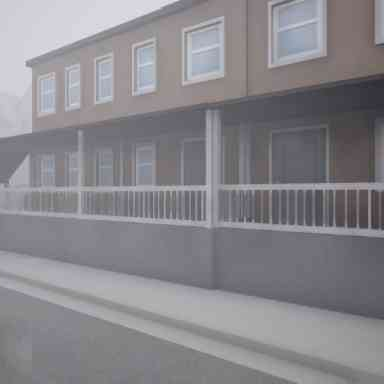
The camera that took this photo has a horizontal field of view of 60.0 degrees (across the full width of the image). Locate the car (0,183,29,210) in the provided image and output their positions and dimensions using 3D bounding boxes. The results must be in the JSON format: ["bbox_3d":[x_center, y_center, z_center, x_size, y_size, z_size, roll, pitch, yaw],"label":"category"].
[{"bbox_3d":[-15.188,0.727,27.240,2.150,2.045,5.566,0,14,34],"label":"car"}]
